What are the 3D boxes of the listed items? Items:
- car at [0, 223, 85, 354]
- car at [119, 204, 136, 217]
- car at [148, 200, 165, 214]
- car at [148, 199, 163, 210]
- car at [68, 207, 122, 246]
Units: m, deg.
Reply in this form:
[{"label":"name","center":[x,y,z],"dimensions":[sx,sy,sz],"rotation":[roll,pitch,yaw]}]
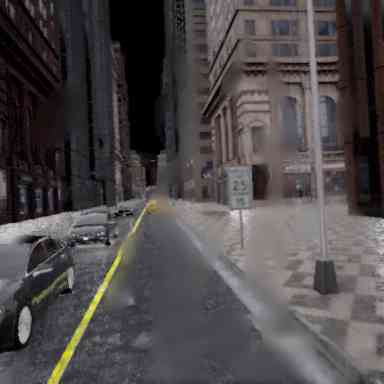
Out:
[{"label":"car","center":[-3.616,1.676,6.415],"dimensions":[1.837,1.490,4.892],"rotation":[-3,0,-7]},{"label":"car","center":[-6.866,1.953,34.733],"dimensions":[1.895,1.301,4.718],"rotation":[-3,0,-6]},{"label":"car","center":[-4.224,1.712,39.233],"dimensions":[1.882,1.535,5.008],"rotation":[-3,0,-7]},{"label":"car","center":[-5.493,1.860,50.135],"dimensions":[2.033,1.411,5.357],"rotation":[-3,0,-6]},{"label":"car","center":[-4.786,1.736,16.458],"dimensions":[1.837,1.490,4.892],"rotation":[-3,0,-7]}]
